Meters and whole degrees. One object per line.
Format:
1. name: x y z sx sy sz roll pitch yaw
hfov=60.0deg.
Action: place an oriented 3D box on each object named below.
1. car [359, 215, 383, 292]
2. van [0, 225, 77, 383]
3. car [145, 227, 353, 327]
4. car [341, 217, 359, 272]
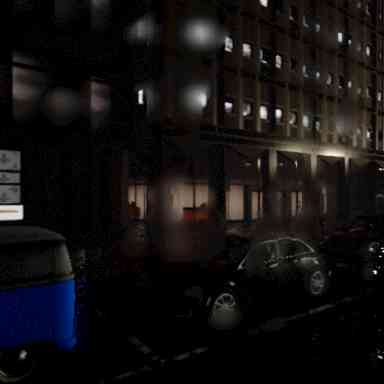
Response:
1. car: 6.398 1.220 7.634 5.566 2.045 2.150 0 0 -35
2. van: -3.368 1.342 3.696 3.998 1.788 1.690 0 0 -35
3. car: 1.146 1.551 6.915 4.403 1.369 2.008 0 0 -35
4. car: 5.661 1.439 10.134 4.097 1.590 1.967 0 0 -35
